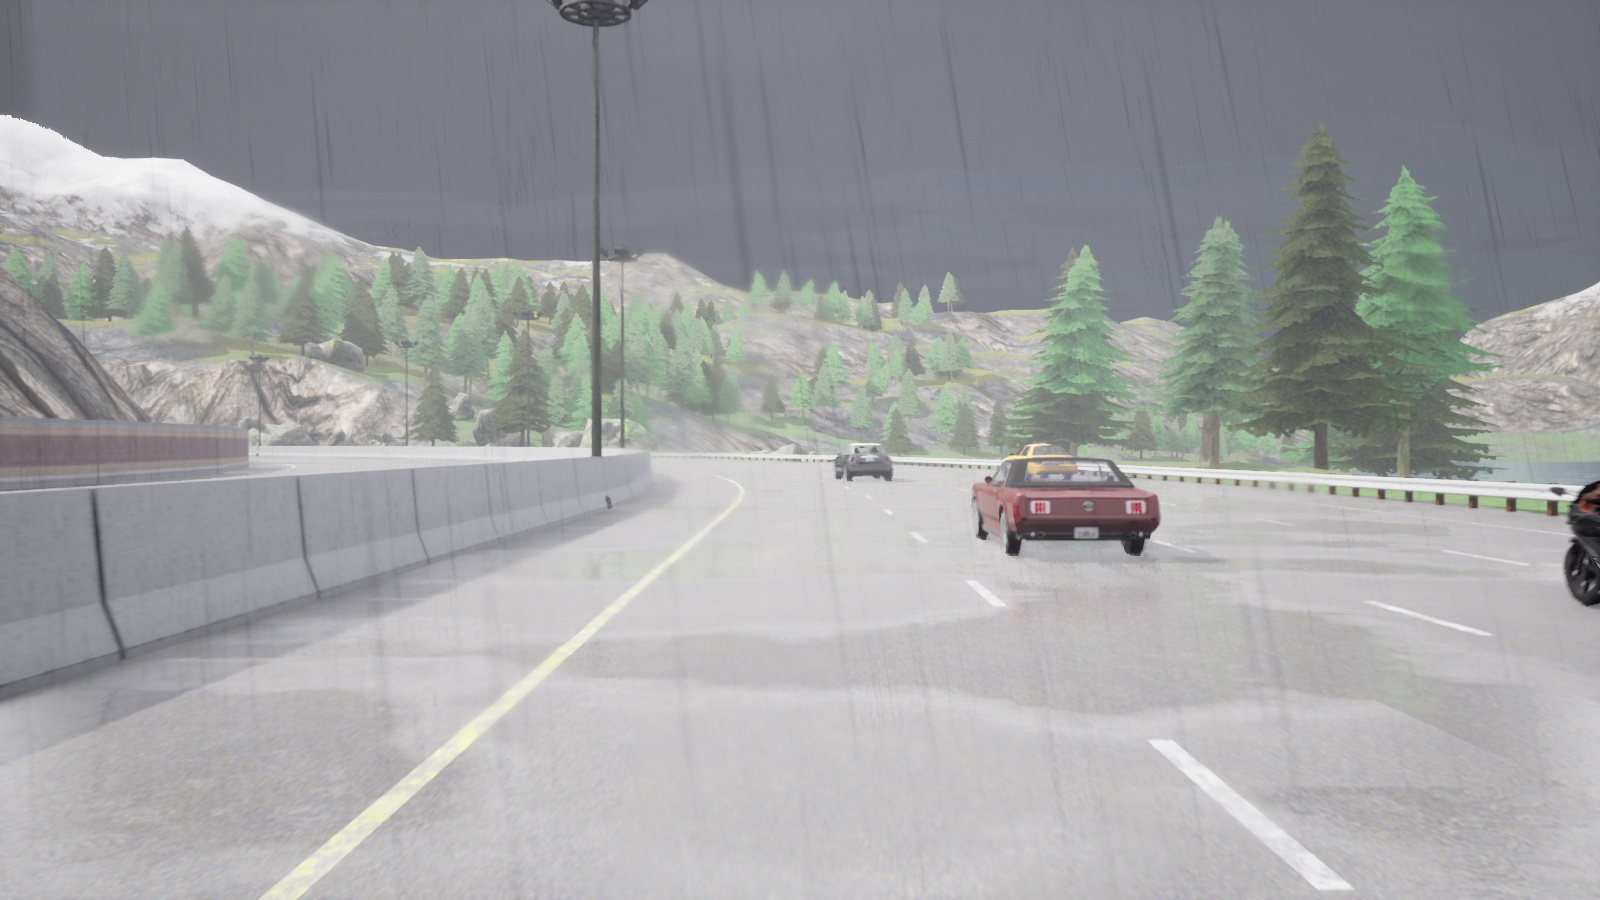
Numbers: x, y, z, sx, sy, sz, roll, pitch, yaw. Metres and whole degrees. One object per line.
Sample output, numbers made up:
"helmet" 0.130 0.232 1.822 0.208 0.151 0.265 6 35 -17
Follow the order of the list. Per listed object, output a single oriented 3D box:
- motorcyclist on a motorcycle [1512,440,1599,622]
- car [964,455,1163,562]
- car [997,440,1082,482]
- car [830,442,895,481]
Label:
"motorcyclist on a motorcycle" 7.078 0.673 10.761 0.797 1.523 2.044 0 0 0
"car" 3.619 0.747 18.138 1.895 1.301 4.718 0 0 0
"car" 9.509 0.410 50.243 1.801 1.575 5.366 0 0 -7
"car" 2.450 0.431 50.200 1.970 1.475 3.806 0 0 -7
